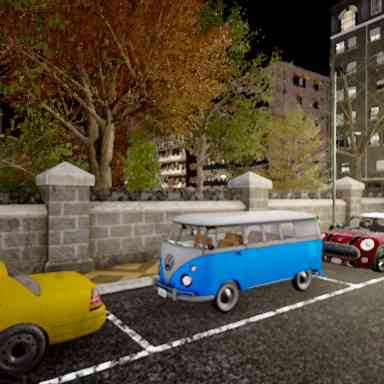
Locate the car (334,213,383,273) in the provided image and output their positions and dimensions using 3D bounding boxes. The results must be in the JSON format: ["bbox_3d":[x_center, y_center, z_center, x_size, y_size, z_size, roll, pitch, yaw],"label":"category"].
[{"bbox_3d":[5.733,1.432,10.628,4.097,1.590,1.967,0,1,-35],"label":"car"}]

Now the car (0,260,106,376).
[{"bbox_3d":[-3.550,1.526,4.016,4.829,1.417,1.752,0,1,-35],"label":"car"}]

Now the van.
[{"bbox_3d":[1.162,1.337,7.370,3.998,1.788,1.690,0,1,-35],"label":"van"}]
